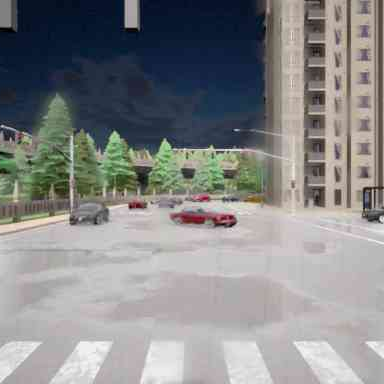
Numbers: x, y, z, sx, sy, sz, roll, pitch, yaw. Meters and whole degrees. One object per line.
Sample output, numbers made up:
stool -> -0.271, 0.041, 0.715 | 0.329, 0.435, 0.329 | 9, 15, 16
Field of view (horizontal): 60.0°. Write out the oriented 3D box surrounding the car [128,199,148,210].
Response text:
car -> -7.041, 1.601, 43.431 | 1.895, 1.301, 4.718 | 0, 0, 1

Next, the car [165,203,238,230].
car -> 0.643, 1.628, 21.469 | 1.895, 1.301, 4.718 | 0, 0, -42

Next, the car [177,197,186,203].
car -> -2.844, 1.564, 57.542 | 1.994, 1.385, 4.181 | 0, 0, 9

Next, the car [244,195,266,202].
car -> 13.580, 1.478, 73.354 | 5.008, 1.535, 1.882 | 0, 0, -37

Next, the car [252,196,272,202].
car -> 16.667, 1.552, 79.402 | 4.181, 1.385, 1.994 | 0, 0, -24

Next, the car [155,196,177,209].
car -> -3.492, 1.564, 45.919 | 1.994, 1.385, 4.181 | 0, 0, 1

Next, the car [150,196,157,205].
car -> -6.033, 1.491, 59.554 | 2.128, 1.511, 4.902 | 0, 0, 12

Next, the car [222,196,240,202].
car -> 8.568, 1.524, 73.545 | 4.674, 1.442, 1.812 | 0, 0, -42

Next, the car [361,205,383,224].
car -> 15.375, 1.560, 25.037 | 4.892, 1.490, 1.837 | 0, 0, 0

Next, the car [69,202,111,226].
car -> -7.091, 1.507, 23.479 | 1.837, 1.490, 4.892 | 0, 0, 0

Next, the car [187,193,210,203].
car -> 1.895, 1.225, 70.804 | 2.150, 2.045, 5.566 | 0, 0, 30
